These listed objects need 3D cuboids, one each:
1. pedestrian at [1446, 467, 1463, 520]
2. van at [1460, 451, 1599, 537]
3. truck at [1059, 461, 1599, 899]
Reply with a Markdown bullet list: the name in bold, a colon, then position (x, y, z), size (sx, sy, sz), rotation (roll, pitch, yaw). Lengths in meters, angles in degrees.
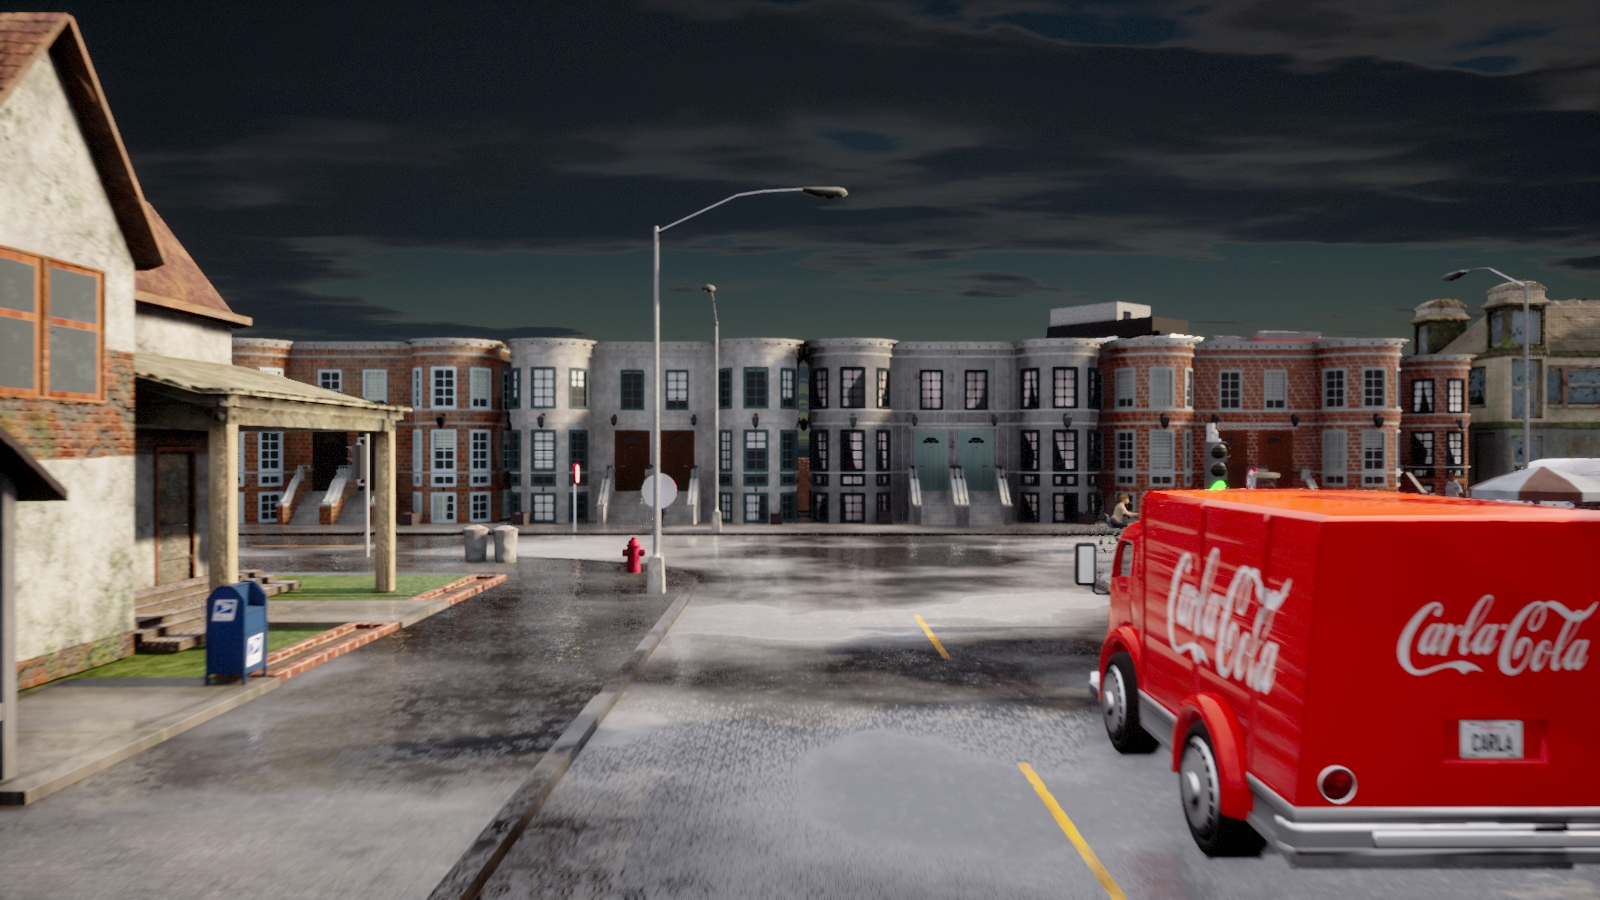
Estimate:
- **pedestrian**: position (22.982, 1.527, 40.136), size (0.375, 1.860, 0.375), rotation (0, 0, -14)
- **van**: position (23.807, 1.315, 35.103), size (5.915, 2.561, 1.988), rotation (0, 0, 0)
- **truck**: position (3.989, 1.348, 9.126), size (2.627, 2.467, 5.204), rotation (0, 0, 0)
